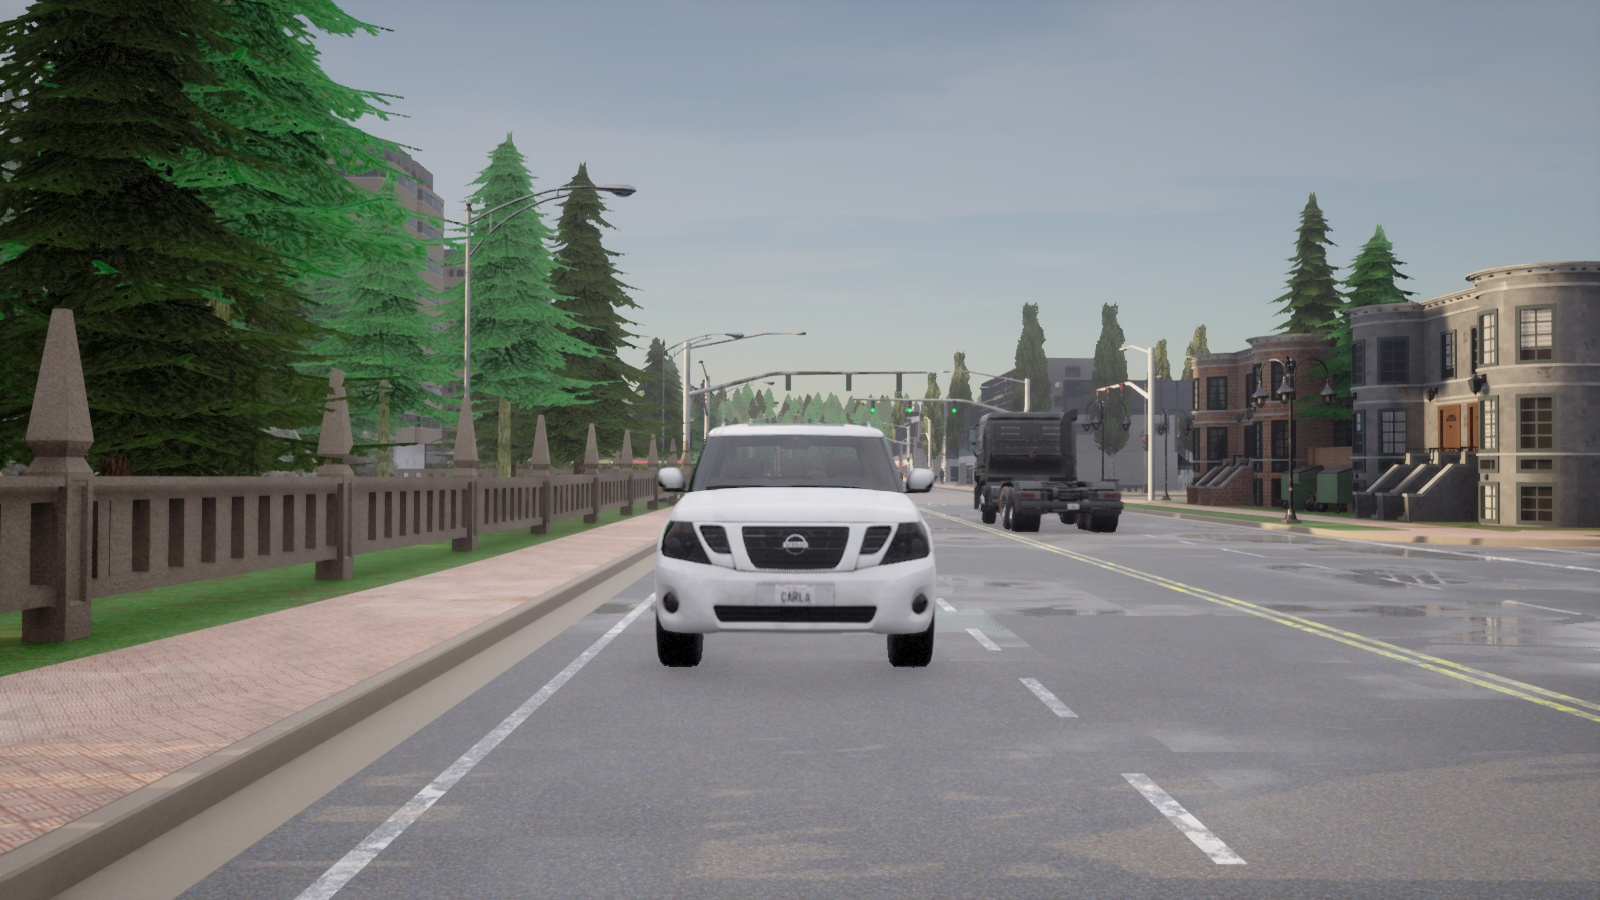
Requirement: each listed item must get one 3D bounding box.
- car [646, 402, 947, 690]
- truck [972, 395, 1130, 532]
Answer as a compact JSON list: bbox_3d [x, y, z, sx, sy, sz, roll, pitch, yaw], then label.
[{"bbox_3d":[-0.034,0.732,11.768,2.150,2.045,5.566,0,-1,0],"label":"car"},{"bbox_3d":[6.897,0.408,35.769,2.891,3.462,7.936,0,-1,0],"label":"truck"}]
